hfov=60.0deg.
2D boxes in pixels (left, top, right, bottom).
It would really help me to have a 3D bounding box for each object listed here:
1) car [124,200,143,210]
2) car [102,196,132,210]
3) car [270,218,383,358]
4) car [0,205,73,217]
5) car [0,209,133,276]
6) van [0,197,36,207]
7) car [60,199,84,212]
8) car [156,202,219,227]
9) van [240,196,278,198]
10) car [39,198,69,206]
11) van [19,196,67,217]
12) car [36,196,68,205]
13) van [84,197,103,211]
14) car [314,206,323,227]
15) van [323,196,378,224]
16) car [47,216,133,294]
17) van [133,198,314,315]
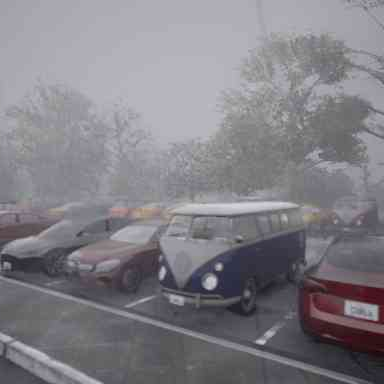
[{"bbox_3d":[-2.542,1.568,26.136,2.097,1.535,5.008,-1,0,36],"label":"car"},{"bbox_3d":[-4.711,1.465,27.653,2.185,1.767,4.553,-1,0,36],"label":"car"},{"bbox_3d":[3.378,1.461,5.874,2.163,1.488,4.792,0,0,36],"label":"car"},{"bbox_3d":[-7.935,1.546,13.927,2.097,1.535,5.008,-1,0,36],"label":"car"},{"bbox_3d":[-3.439,1.530,10.672,2.163,1.488,4.792,-1,0,36],"label":"car"},{"bbox_3d":[-10.131,1.344,15.633,1.878,1.987,4.442,-1,0,36],"label":"van"},{"bbox_3d":[-9.203,1.637,30.894,2.231,1.521,4.892,-1,0,36],"label":"car"},{"bbox_3d":[-0.186,1.544,24.453,2.097,1.535,5.008,-1,0,36],"label":"car"},{"bbox_3d":[4.391,1.273,21.333,1.878,1.987,4.442,-1,0,36],"label":"van"},{"bbox_3d":[-11.559,1.658,32.357,1.946,1.575,5.366,-1,0,36],"label":"car"},{"bbox_3d":[-15.991,1.505,35.895,1.878,1.987,4.442,-1,-1,36],"label":"van"},{"bbox_3d":[-13.690,1.439,34.141,2.435,2.045,5.566,-1,-1,36],"label":"car"},{"bbox_3d":[-6.879,1.387,29.384,1.878,1.987,4.442,-1,0,36],"label":"van"},{"bbox_3d":[6.473,1.473,19.475,1.946,1.575,5.366,-1,0,36],"label":"car"},{"bbox_3d":[8.763,1.227,17.922,1.878,1.987,4.442,-1,0,36],"label":"van"},{"bbox_3d":[-1.160,1.518,9.084,2.002,1.452,4.674,-1,0,36],"label":"car"},{"bbox_3d":[1.028,1.229,7.374,1.878,1.987,4.442,-1,0,36],"label":"van"}]
